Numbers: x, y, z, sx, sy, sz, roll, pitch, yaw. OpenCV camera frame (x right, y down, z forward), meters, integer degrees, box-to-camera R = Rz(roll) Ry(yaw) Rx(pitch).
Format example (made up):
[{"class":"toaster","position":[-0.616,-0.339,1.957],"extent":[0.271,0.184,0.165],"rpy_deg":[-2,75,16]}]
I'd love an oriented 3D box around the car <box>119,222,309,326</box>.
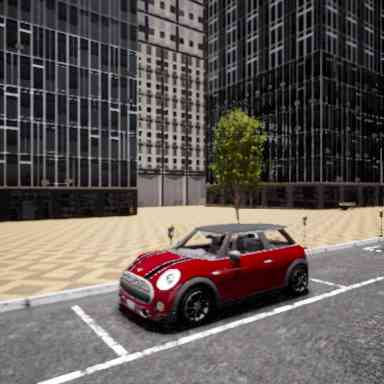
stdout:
[{"class":"car","position":[0.561,1.424,6.958],"extent":[4.097,1.590,1.967],"rpy_deg":[0,0,-35]}]
